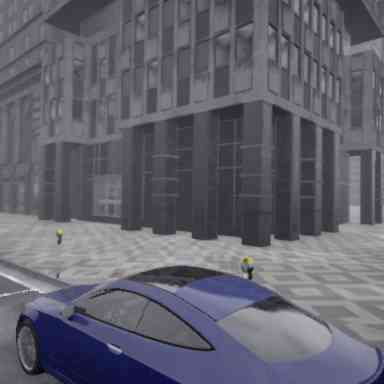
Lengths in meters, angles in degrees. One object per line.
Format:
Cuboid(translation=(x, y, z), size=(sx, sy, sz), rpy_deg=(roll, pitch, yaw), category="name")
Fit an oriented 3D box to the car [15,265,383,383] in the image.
Cuboid(translation=(-0.330, 1.605, 3.826), size=(4.674, 1.442, 1.812), rpy_deg=(0, -2, 42), category="car")
